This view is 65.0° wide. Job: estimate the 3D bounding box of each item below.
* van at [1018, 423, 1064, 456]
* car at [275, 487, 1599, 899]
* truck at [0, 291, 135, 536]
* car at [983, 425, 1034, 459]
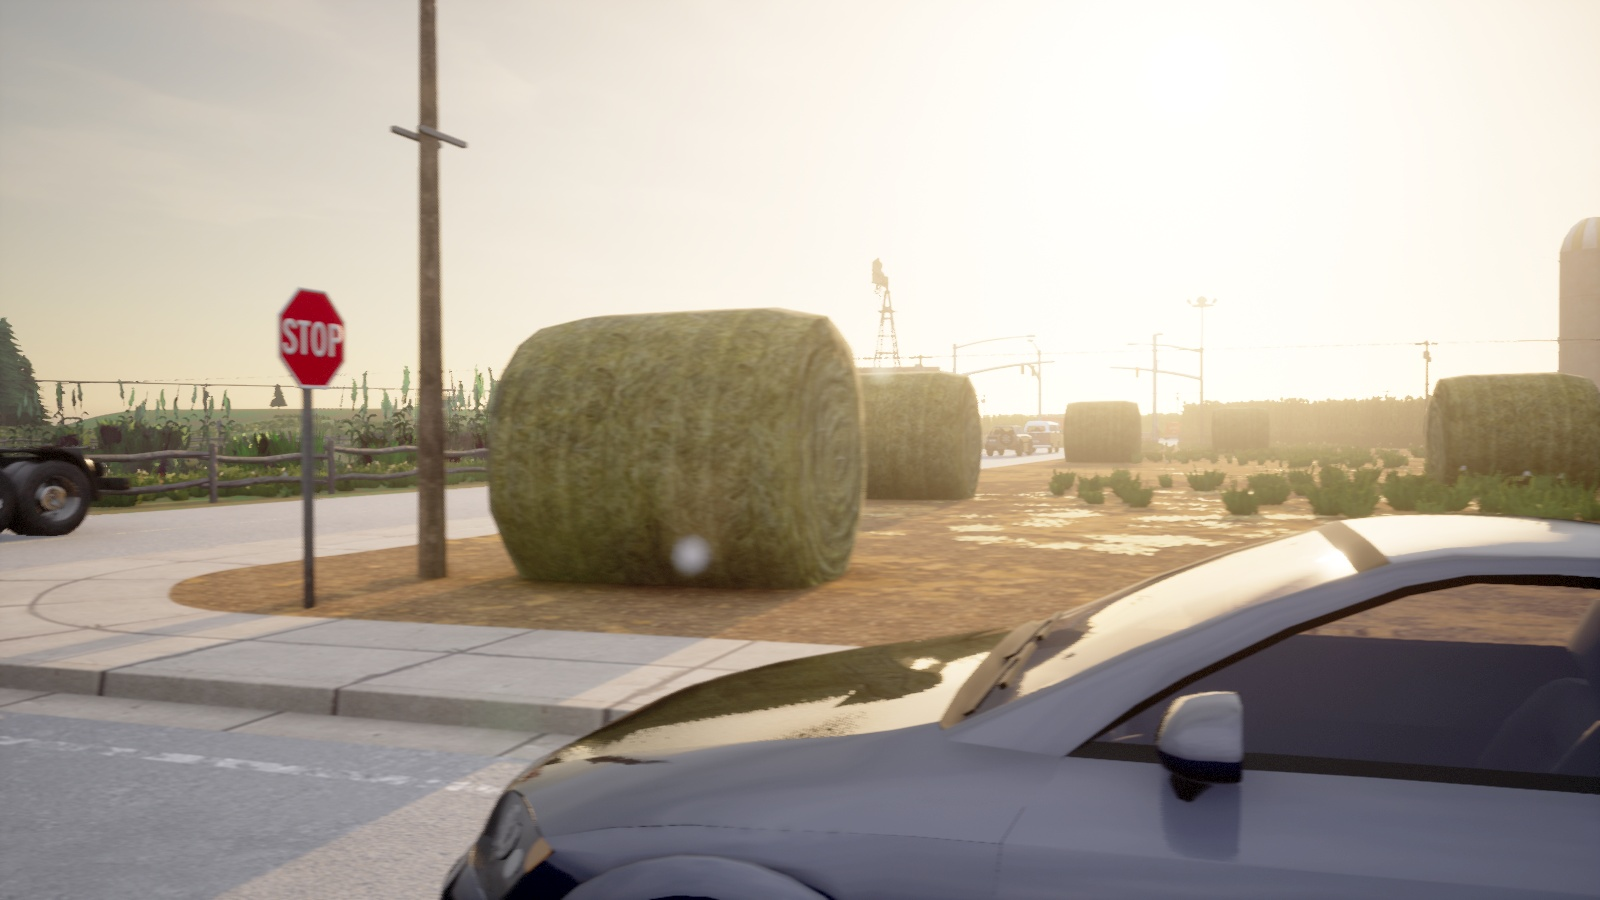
[{"bbox_3d":[15.471,-0.713,80.364,2.069,2.038,4.480,1,1,21],"label":"van"},{"bbox_3d":[1.268,0.851,2.769,4.181,1.385,1.994,1,1,18],"label":"car"},{"bbox_3d":[-13.386,-0.508,16.682,2.891,3.462,7.936,1,1,24],"label":"truck"},{"bbox_3d":[11.881,-0.487,71.207,1.932,1.855,4.605,1,1,21],"label":"car"}]
